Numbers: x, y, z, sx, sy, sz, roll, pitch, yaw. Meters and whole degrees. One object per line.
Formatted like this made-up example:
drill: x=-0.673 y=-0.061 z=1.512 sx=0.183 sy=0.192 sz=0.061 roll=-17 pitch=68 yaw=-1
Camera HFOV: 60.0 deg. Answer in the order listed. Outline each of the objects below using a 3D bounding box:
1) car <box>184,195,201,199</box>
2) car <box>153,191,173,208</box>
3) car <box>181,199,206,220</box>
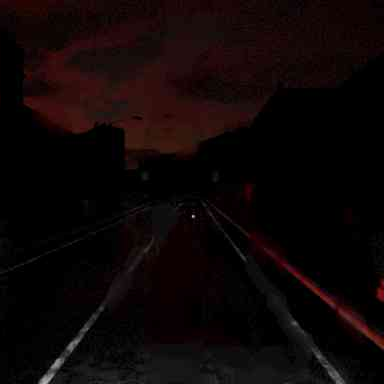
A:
car: x=0.082 y=1.117 z=42.858 sx=1.837 sy=1.490 sz=4.892 roll=0 pitch=1 yaw=0
car: x=-3.562 y=0.848 z=42.255 sx=2.150 sy=2.045 sz=5.566 roll=0 pitch=1 yaw=0
car: x=0.093 y=1.469 z=26.673 sx=1.895 sy=1.301 sz=4.718 roll=0 pitch=1 yaw=0
